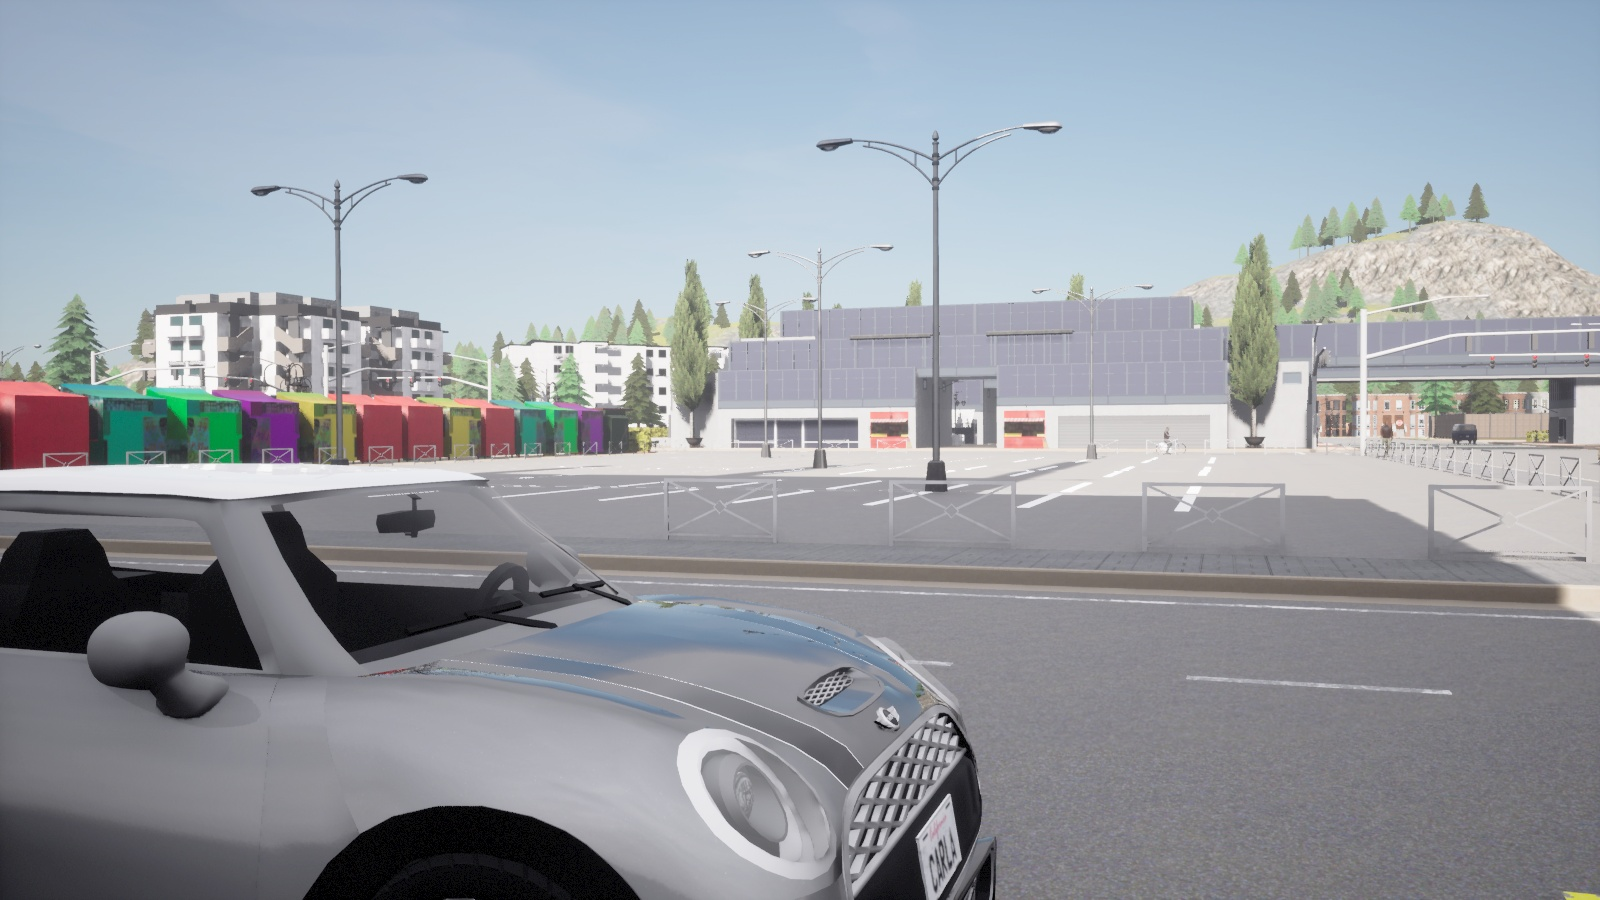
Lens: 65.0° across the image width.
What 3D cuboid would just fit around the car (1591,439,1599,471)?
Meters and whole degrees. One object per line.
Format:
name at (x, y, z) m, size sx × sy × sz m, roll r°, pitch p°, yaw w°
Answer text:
car at (34.906, 0.210, 53.580) m, size 1.481 × 1.376 × 2.207 m, roll 1°, pitch 1°, yaw 19°

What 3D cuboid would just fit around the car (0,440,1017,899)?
car at (-1.428, 0.728, 3.672) m, size 3.806 × 1.475 × 1.970 m, roll 1°, pitch 1°, yaw 18°

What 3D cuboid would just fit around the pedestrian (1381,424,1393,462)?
pedestrian at (28.946, -0.342, 61.917) m, size 0.431 × 1.840 × 0.703 m, roll 1°, pitch 1°, yaw 18°
